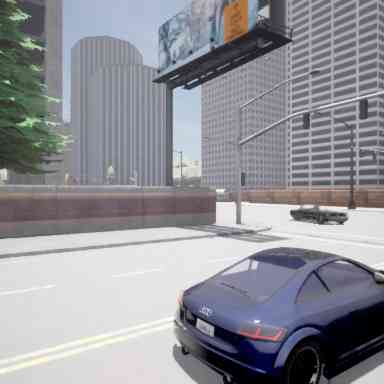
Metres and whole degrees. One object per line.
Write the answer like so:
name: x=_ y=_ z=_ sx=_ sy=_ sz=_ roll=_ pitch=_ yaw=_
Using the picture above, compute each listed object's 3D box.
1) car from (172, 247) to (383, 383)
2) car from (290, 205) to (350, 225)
car: x=1.796 y=1.564 z=5.074 sx=4.181 sy=1.385 sz=1.994 roll=0 pitch=0 yaw=-35
car: x=9.133 y=1.601 z=24.144 sx=1.895 sy=1.301 sz=4.718 roll=0 pitch=0 yaw=-14
